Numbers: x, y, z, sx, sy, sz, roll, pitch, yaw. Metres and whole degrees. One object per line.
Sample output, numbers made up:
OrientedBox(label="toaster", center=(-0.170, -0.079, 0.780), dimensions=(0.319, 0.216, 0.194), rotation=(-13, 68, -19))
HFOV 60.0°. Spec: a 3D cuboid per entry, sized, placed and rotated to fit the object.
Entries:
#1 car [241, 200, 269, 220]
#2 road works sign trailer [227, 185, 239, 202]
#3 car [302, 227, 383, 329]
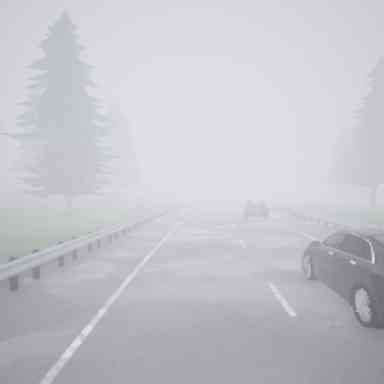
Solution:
OrientedBox(label="car", center=(5.056, 1.391, 26.859), dimensions=(2.128, 1.511, 4.902), rotation=(0, 0, 6))
OrientedBox(label="road works sign trailer", center=(8.338, 0.206, 67.402), dimensions=(2.380, 3.560, 2.880), rotation=(0, 0, 15))
OrientedBox(label="car", center=(3.762, 1.482, 6.854), dimensions=(1.837, 1.490, 4.892), rotation=(0, 0, 2))
